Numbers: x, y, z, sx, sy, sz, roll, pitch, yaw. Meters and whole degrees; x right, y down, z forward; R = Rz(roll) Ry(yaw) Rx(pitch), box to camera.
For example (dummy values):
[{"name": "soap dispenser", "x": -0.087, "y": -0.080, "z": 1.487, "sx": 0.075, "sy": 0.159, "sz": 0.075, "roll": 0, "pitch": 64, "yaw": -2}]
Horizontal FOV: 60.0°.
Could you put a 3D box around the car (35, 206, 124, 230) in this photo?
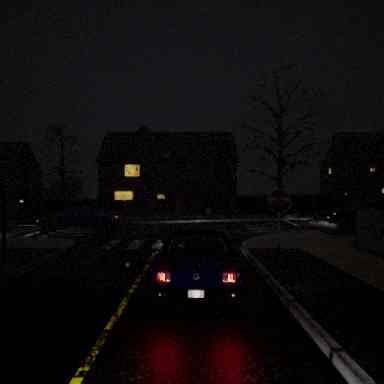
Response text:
[{"name": "car", "x": -7.171, "y": 1.642, "z": 21.603, "sx": 5.357, "sy": 1.411, "sz": 2.033, "roll": -1, "pitch": 1, "yaw": 0}]

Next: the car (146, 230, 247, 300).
[{"name": "car", "x": 0.147, "y": 1.598, "z": 8.367, "sx": 1.895, "sy": 1.301, "sz": 4.718, "roll": 0, "pitch": 0, "yaw": 2}]

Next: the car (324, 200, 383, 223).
[{"name": "car", "x": 11.500, "y": 1.202, "z": 21.606, "sx": 5.357, "sy": 1.411, "sz": 2.033, "roll": -1, "pitch": 1, "yaw": 0}]
